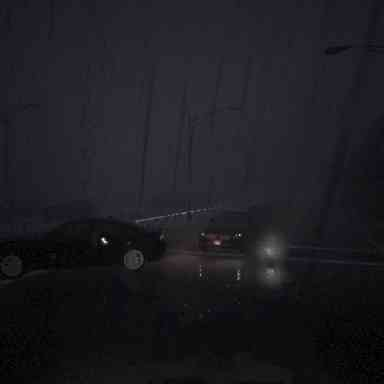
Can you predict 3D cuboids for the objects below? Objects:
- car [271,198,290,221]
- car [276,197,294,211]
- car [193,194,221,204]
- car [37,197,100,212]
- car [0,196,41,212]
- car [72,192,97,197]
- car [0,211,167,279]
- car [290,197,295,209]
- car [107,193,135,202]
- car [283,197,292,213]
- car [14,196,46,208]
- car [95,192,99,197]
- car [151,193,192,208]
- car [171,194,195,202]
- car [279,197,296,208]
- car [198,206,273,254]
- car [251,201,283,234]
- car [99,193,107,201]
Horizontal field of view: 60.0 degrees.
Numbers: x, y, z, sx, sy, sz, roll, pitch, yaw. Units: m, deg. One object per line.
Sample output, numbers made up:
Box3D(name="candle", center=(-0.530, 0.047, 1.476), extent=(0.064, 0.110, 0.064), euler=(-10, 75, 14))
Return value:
Box3D(name="car", center=(5.951, 1.476, 24.889), extent=(2.128, 1.511, 4.902), euler=(0, 0, 19))
Box3D(name="car", center=(11.790, 1.485, 42.030), extent=(1.837, 1.490, 4.892), euler=(0, 0, 19))
Box3D(name="car", center=(1.835, 1.127, 56.732), extent=(5.027, 1.636, 2.152), euler=(0, 0, 19))
Box3D(name="car", center=(-8.957, 1.356, 24.191), extent=(3.633, 1.501, 1.845), euler=(0, 0, 19))
Box3D(name="car", center=(-15.021, 1.356, 29.404), extent=(3.806, 1.475, 1.970), euler=(0, 0, 19))
Box3D(name="car", center=(-18.298, 1.250, 53.746), extent=(4.514, 1.523, 2.007), euler=(0, 0, 19))
Box3D(name="car", center=(-3.255, 1.475, 9.836), extent=(5.008, 1.535, 1.882), euler=(0, 0, -15))
Box3D(name="car", center=(9.902, 1.545, 36.480), extent=(1.994, 1.385, 4.181), euler=(0, 0, 19))
Box3D(name="car", center=(-13.608, 1.047, 65.308), extent=(4.605, 1.855, 1.932), euler=(0, 0, 19))
Box3D(name="car", center=(7.845, 1.488, 30.447), extent=(1.837, 1.490, 4.892), euler=(0, 0, 19))
Box3D(name="car", center=(-21.560, 1.274, 44.300), extent=(3.633, 1.501, 1.845), euler=(0, 0, 19))
Box3D(name="car", center=(-21.647, 1.300, 68.006), extent=(3.806, 1.475, 1.970), euler=(0, 0, 19))
Box3D(name="car", center=(-2.836, 1.075, 41.738), extent=(4.605, 1.855, 1.932), euler=(0, 0, 19))
Box3D(name="car", center=(-1.894, 1.259, 68.651), extent=(4.514, 1.523, 2.007), euler=(0, 0, 19))
Box3D(name="car", center=(13.687, 1.470, 47.601), extent=(2.128, 1.511, 4.902), euler=(0, 0, 19))
Box3D(name="car", center=(1.862, 1.514, 13.846), extent=(1.812, 1.442, 4.674), euler=(0, 0, 25))
Box3D(name="car", center=(4.024, 1.490, 19.248), extent=(1.837, 1.490, 4.892), euler=(0, 0, 19))
Box3D(name="car", center=(-19.997, 1.016, 70.956), extent=(3.866, 1.878, 1.905), euler=(0, 0, 19))
